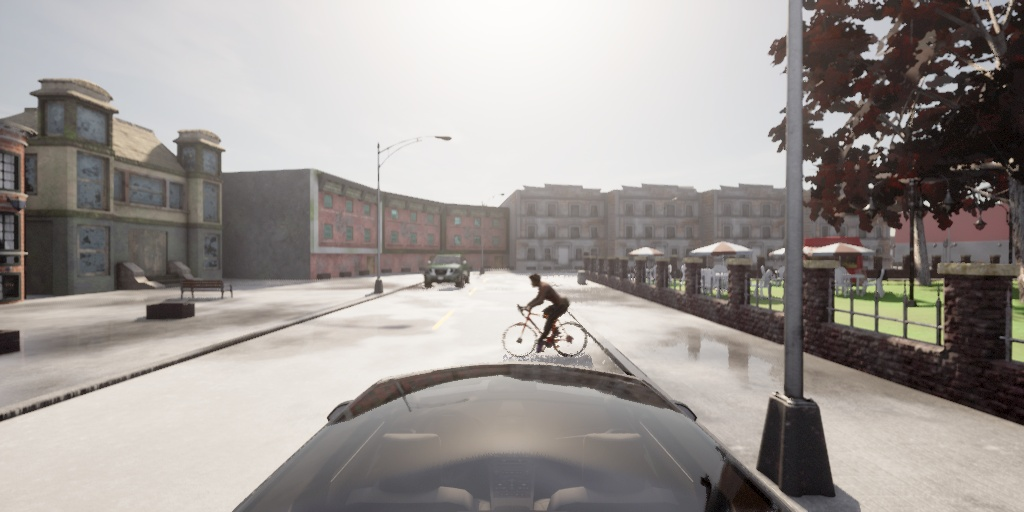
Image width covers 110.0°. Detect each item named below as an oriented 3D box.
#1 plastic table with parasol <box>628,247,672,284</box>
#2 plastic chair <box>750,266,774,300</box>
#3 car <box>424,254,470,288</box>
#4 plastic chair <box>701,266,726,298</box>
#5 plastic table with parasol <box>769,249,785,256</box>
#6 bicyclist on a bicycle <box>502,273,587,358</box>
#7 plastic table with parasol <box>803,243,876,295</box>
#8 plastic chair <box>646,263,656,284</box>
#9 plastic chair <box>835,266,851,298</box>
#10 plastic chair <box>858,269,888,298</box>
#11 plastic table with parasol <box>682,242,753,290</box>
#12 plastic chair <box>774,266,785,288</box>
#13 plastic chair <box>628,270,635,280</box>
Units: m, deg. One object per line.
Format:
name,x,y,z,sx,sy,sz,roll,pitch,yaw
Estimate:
plastic table with parasol,9.236,0.654,24.674,2.482,2.480,2.482,0,0,0
plastic chair,10.978,1.218,15.965,0.750,1.272,0.730,0,0,-32
car,-4.030,0.896,23.005,2.150,2.045,5.566,0,0,0
plastic chair,9.046,1.219,16.254,0.730,1.272,0.750,0,0,-40
plastic table with parasol,17.416,0.664,22.260,2.482,2.480,2.482,0,0,-40
bicyclist on a bicycle,0.622,1.157,6.914,1.656,1.620,0.582,-1,0,0
plastic table with parasol,15.962,0.621,17.441,2.482,2.480,2.482,0,0,-38
plastic chair,9.308,1.261,23.347,0.750,1.272,0.730,0,0,5
plastic chair,15.127,1.245,16.707,0.730,1.272,0.750,0,0,-39
plastic chair,16.665,1.207,16.546,0.750,1.272,0.730,0,0,-38
plastic table with parasol,10.032,0.578,16.978,2.482,2.480,2.482,0,0,-38
plastic chair,16.385,1.271,21.515,0.730,1.272,0.750,0,0,-40
plastic chair,7.974,1.257,24.764,0.730,1.272,0.750,0,0,0
